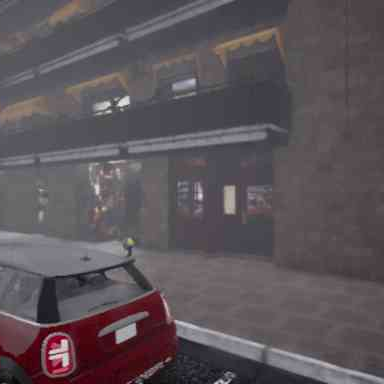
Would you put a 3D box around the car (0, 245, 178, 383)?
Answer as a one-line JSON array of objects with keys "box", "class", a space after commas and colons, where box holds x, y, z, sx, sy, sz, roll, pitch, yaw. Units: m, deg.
[{"box": [-2.243, 1.448, 4.476, 4.097, 1.590, 1.967, 0, 0, 35], "class": "car"}]
